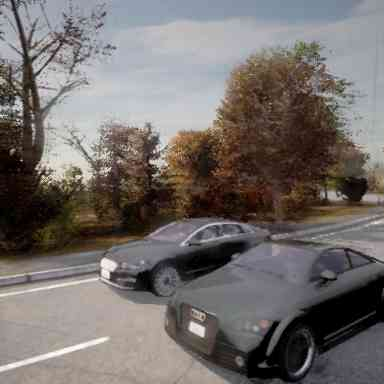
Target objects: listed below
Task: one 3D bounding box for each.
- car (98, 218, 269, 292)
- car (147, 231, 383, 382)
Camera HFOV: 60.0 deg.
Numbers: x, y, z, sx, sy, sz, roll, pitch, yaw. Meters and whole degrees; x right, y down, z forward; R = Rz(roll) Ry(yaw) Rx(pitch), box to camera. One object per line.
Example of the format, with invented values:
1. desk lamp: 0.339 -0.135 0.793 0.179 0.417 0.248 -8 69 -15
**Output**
1. car: 0.074 1.460 8.643 4.902 1.511 2.128 -1 0 -38
2. car: 1.638 1.517 5.418 4.181 1.385 1.994 -1 0 -38
